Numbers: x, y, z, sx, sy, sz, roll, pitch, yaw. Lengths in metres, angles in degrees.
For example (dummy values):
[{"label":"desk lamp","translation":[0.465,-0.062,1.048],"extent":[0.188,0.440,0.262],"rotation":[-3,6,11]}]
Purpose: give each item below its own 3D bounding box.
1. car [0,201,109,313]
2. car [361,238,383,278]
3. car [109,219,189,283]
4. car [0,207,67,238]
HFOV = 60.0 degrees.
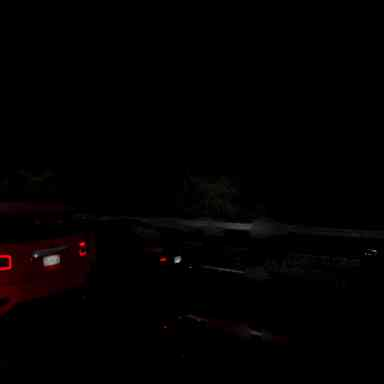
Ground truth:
[{"label":"car","translation":[-4.542,1.214,6.935],"extent":[5.566,2.045,2.150],"rotation":[0,0,33]},{"label":"car","translation":[6.693,1.463,7.700],"extent":[5.008,1.535,1.882],"rotation":[0,0,36]},{"label":"car","translation":[-2.272,1.513,9.602],"extent":[4.674,1.442,1.812],"rotation":[0,0,34]},{"label":"car","translation":[-9.201,1.580,18.284],"extent":[4.718,1.301,1.895],"rotation":[0,0,33]}]
